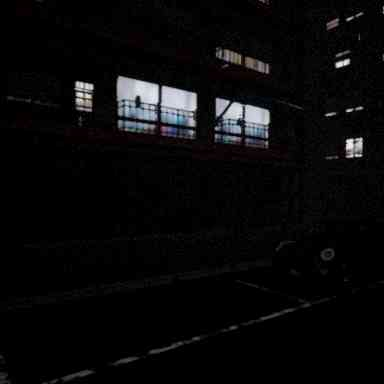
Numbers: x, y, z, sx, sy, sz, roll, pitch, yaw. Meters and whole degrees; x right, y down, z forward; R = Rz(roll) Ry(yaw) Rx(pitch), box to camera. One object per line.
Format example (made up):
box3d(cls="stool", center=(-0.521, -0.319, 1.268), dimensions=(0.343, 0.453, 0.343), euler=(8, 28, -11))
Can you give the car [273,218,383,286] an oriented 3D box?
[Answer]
box3d(cls="car", center=(4.215, 1.525, 9.569), dimensions=(4.097, 1.590, 1.967), euler=(1, 0, -36))
